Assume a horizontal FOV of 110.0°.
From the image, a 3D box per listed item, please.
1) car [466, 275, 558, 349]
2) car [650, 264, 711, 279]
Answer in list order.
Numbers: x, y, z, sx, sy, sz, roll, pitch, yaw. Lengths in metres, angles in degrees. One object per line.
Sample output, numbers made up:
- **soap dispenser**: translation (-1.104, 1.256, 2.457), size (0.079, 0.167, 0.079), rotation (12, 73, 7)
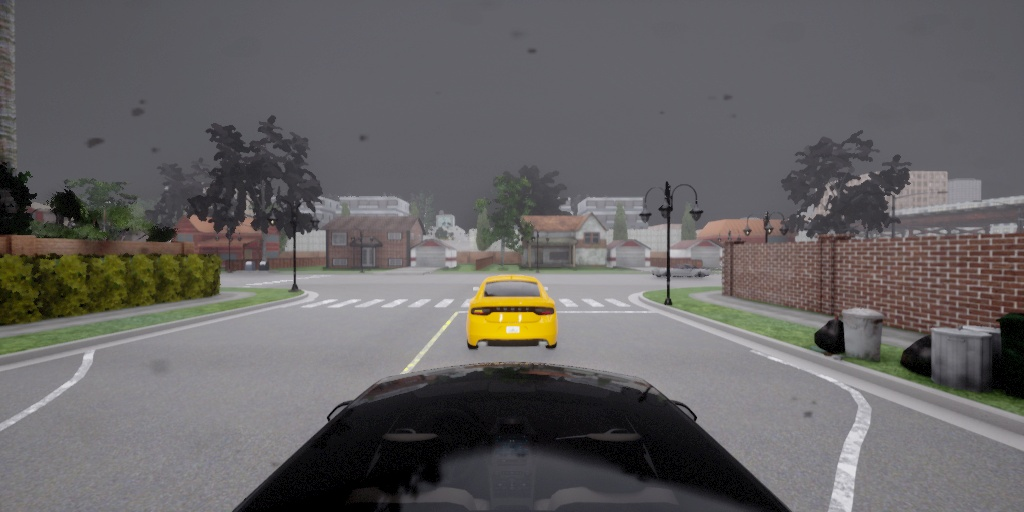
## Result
- **car**: translation (-0.027, 1.224, 9.164), size (1.882, 1.535, 5.008), rotation (0, 0, -1)
- **car**: translation (15.044, 1.358, 32.183), size (4.718, 1.301, 1.895), rotation (0, 0, -1)
